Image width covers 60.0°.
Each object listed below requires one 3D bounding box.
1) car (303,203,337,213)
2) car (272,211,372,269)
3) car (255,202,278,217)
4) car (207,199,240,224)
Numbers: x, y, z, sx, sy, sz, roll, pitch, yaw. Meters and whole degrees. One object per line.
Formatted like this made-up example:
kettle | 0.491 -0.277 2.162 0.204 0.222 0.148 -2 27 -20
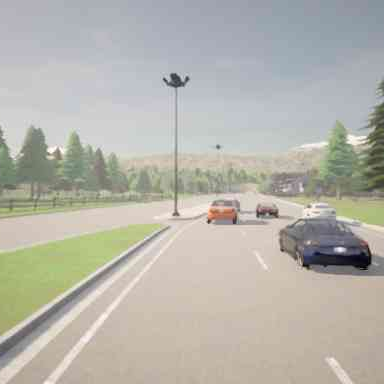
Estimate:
car | 9.304 1.519 24.449 1.812 1.442 4.674 0 0 9
car | 4.194 1.561 11.161 1.994 1.385 4.181 0 0 3
car | 6.749 1.583 30.323 1.895 1.301 4.718 0 0 10
car | 2.377 1.330 25.196 2.097 1.767 4.553 0 0 9
